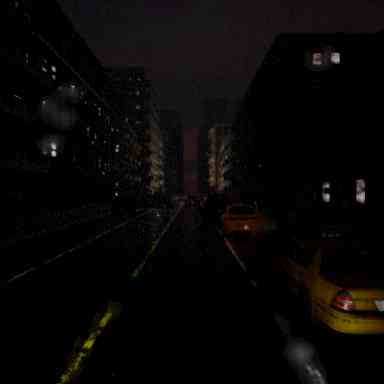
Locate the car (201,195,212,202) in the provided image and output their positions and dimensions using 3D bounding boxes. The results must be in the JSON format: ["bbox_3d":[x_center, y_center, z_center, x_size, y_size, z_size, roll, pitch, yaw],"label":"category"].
[{"bbox_3d":[2.701,1.204,63.503,1.802,1.307,4.206,0,0,0],"label":"car"}]

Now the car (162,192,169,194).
[{"bbox_3d":[-5.677,0.964,57.814,2.192,1.841,5.009,0,0,0],"label":"car"}]

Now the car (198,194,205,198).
[{"bbox_3d":[2.704,1.089,91.953,1.802,1.307,4.206,0,0,0],"label":"car"}]

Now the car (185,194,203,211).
[{"bbox_3d":[0.071,1.206,43.099,1.882,1.535,5.008,0,0,0],"label":"car"}]

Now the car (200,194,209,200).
[{"bbox_3d":[2.703,1.116,74.882,1.887,1.381,4.507,0,0,0],"label":"car"}]

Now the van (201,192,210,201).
[{"bbox_3d":[2.703,0.937,69.190,1.690,1.788,3.998,0,0,0],"label":"van"}]

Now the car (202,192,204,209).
[{"bbox_3d":[2.701,1.149,46.432,1.967,1.590,4.097,0,0,0],"label":"car"}]

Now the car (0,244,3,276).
[{"bbox_3d":[-5.682,1.393,6.605,1.967,1.590,4.097,0,0,0],"label":"car"}]

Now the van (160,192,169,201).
[{"bbox_3d":[-5.676,0.937,69.193,1.690,1.788,3.998,0,0,0],"label":"van"}]

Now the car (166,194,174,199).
[{"bbox_3d":[-5.677,1.110,86.266,1.802,1.307,4.206,0,0,0],"label":"car"}]

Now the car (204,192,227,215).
[{"bbox_3d":[2.701,1.087,35.051,2.192,1.841,5.009,0,0,0],"label":"car"}]

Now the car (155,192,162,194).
[{"bbox_3d":[-5.679,1.149,46.436,1.967,1.590,4.097,0,0,0],"label":"car"}]

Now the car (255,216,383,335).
[{"bbox_3d":[2.698,1.476,6.771,1.752,1.417,4.829,0,0,0],"label":"car"}]

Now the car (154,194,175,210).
[{"bbox_3d":[-3.088,1.254,39.523,1.837,1.490,4.892,0,0,0],"label":"car"}]

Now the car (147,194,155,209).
[{"bbox_3d":[-5.680,1.292,40.746,2.008,1.369,4.403,0,0,0],"label":"car"}]

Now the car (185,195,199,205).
[{"bbox_3d":[0.008,1.221,53.133,2.033,1.411,5.357,0,0,0],"label":"car"}]

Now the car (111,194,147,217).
[{"bbox_3d":[-5.680,1.121,29.364,2.192,1.841,5.009,0,0,0],"label":"car"}]

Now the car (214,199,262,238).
[{"bbox_3d":[2.363,1.359,17.003,1.882,1.535,5.008,0,0,0],"label":"car"}]

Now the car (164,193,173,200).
[{"bbox_3d":[-5.677,1.075,80.405,1.752,1.417,4.829,0,0,0],"label":"car"}]
